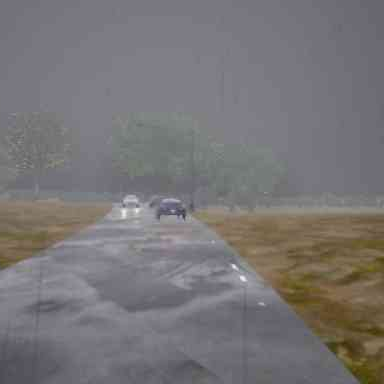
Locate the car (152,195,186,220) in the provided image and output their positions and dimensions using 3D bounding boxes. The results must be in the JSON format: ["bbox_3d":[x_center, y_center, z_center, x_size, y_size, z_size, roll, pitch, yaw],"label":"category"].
[{"bbox_3d":[-1.523,1.100,22.518,1.812,1.442,4.674,0,-3,-9],"label":"car"}]

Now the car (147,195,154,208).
[{"bbox_3d":[-4.207,1.098,39.802,1.837,1.490,4.892,0,0,-12],"label":"car"}]

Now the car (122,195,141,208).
[{"bbox_3d":[-7.331,1.101,39.881,1.812,1.442,4.674,0,0,-12],"label":"car"}]
